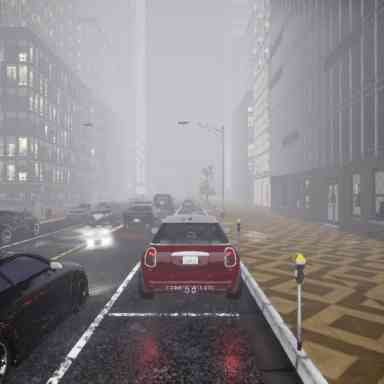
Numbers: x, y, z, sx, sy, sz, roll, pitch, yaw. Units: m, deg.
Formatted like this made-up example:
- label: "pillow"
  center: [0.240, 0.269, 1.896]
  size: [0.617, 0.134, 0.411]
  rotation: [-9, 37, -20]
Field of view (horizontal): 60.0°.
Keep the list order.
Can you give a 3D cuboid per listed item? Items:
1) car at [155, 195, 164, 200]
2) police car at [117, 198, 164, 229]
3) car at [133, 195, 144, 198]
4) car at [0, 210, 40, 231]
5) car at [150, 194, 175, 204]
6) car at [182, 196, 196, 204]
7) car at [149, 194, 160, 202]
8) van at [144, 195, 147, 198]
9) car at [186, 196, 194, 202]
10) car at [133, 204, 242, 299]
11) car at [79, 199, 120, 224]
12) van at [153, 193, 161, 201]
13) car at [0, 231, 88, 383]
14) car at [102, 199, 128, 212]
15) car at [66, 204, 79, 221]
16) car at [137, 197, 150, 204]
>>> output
- label: "car"
  center: [-8.833, 1.504, 89.799]
  size: [1.947, 1.339, 4.313]
  rotation: [0, 0, 0]
- label: "police car"
  center: [-3.145, 1.420, 21.481]
  size: [1.930, 1.638, 5.238]
  rotation: [0, 0, 0]
- label: "car"
  center: [-8.833, 1.523, 49.953]
  size: [1.887, 1.381, 4.507]
  rotation: [0, 0, 0]
- label: "car"
  center: [-8.833, 1.563, 15.800]
  size: [1.947, 1.339, 4.313]
  rotation: [0, 0, 0]
- label: "car"
  center: [-3.055, 1.208, 36.235]
  size: [2.150, 2.045, 5.566]
  rotation: [0, 0, 0]
- label: "car"
  center: [-0.452, 1.548, 44.248]
  size: [1.947, 1.339, 4.313]
  rotation: [0, 0, 0]
- label: "car"
  center: [-8.832, 1.391, 78.413]
  size: [1.967, 1.590, 4.097]
  rotation: [0, 0, 0]
- label: "van"
  center: [-8.832, 1.315, 55.645]
  size: [1.690, 1.788, 3.998]
  rotation: [0, 0, 0]
- label: "car"
  center: [-0.452, 1.533, 78.399]
  size: [1.802, 1.307, 4.206]
  rotation: [0, 0, 0]
- label: "car"
  center: [-0.033, 1.352, 8.619]
  size: [2.097, 1.767, 4.553]
  rotation: [0, 0, 0]
- label: "car"
  center: [-6.245, 1.486, 24.423]
  size: [2.128, 1.511, 4.902]
  rotation: [0, 0, 0]
- label: "van"
  center: [-8.831, 1.285, 84.106]
  size: [1.690, 1.788, 3.998]
  rotation: [0, 0, 0]
- label: "car"
  center: [-3.048, 1.564, 4.970]
  size: [1.994, 1.385, 4.181]
  rotation: [0, 0, 0]
- label: "car"
  center: [-8.833, 1.537, 38.569]
  size: [2.008, 1.369, 4.403]
  rotation: [0, 0, 0]
- label: "car"
  center: [-8.833, 1.575, 27.183]
  size: [1.802, 1.307, 4.206]
  rotation: [0, 0, 0]
- label: "car"
  center: [-8.833, 1.550, 61.338]
  size: [1.802, 1.307, 4.206]
  rotation: [0, 0, 0]
